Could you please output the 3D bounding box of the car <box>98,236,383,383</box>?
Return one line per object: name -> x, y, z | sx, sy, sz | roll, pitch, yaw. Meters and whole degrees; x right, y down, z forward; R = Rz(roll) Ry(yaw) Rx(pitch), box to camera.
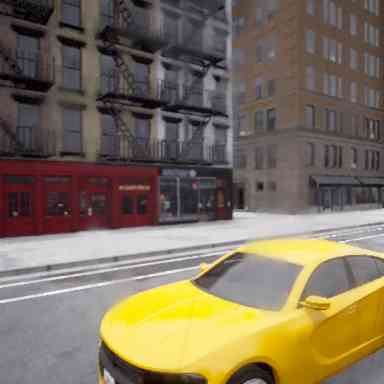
car -> 1.276, 1.441, 4.511 | 5.008, 1.535, 1.882 | -1, 0, -35
